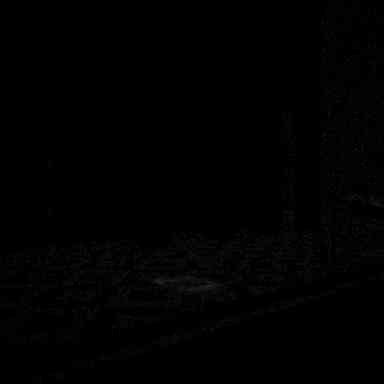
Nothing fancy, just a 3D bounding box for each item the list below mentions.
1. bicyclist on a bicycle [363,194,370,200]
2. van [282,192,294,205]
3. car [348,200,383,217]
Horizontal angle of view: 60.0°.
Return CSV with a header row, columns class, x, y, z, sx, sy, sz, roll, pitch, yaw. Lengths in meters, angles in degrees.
class,x,y,z,sx,sy,sz,roll,pitch,yaw
bicyclist on a bicycle,20.870,1.030,39.644,1.656,1.620,0.582,0,1,-36
van,12.282,0.930,46.588,1.690,1.788,3.998,1,0,-36
car,14.846,1.367,28.314,2.008,1.369,4.403,1,0,-36
